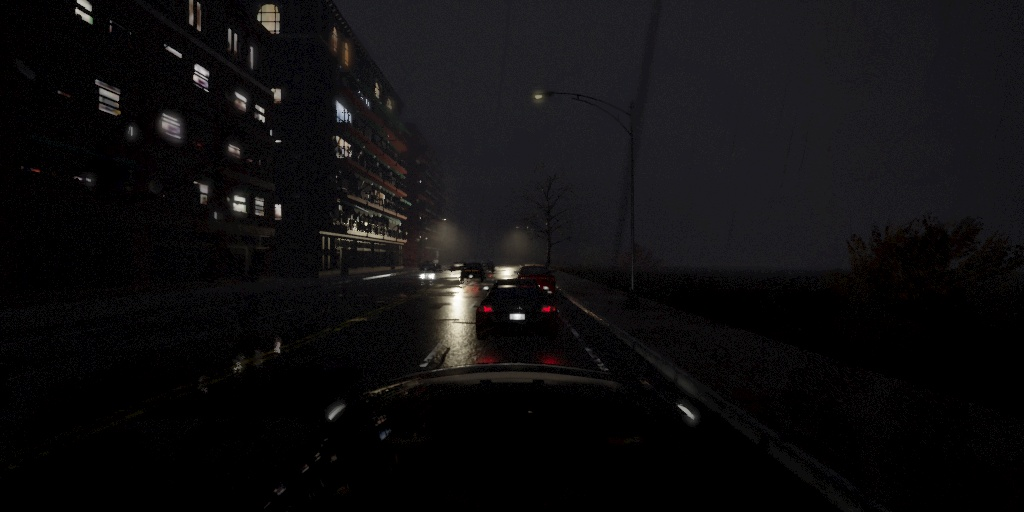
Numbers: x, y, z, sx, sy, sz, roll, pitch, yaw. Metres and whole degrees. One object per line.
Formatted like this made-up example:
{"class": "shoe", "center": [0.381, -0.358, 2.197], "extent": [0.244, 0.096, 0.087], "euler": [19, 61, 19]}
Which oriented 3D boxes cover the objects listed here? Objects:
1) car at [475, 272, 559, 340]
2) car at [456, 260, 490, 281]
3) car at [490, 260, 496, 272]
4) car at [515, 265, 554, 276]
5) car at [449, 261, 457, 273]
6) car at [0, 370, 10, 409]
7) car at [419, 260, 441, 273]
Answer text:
{"class": "car", "center": [0.113, 1.315, 9.957], "extent": [1.994, 1.385, 4.181], "euler": [0, 0, 0]}
{"class": "car", "center": [-3.111, 1.259, 29.665], "extent": [1.837, 1.490, 4.892], "euler": [0, 1, 0]}
{"class": "car", "center": [-3.091, 1.243, 44.701], "extent": [2.128, 1.511, 4.902], "euler": [0, 0, 0]}
{"class": "car", "center": [1.161, 1.230, 18.876], "extent": [1.882, 1.535, 5.008], "euler": [0, 0, 0]}
{"class": "car", "center": [-6.539, 1.298, 44.943], "extent": [2.033, 1.411, 5.357], "euler": [0, 0, 0]}
{"class": "car", "center": [-6.602, 1.102, 1.901], "extent": [2.097, 1.767, 4.553], "euler": [0, 0, 0]}
{"class": "car", "center": [-9.791, 1.243, 43.274], "extent": [2.128, 1.511, 4.902], "euler": [0, 0, 0]}
